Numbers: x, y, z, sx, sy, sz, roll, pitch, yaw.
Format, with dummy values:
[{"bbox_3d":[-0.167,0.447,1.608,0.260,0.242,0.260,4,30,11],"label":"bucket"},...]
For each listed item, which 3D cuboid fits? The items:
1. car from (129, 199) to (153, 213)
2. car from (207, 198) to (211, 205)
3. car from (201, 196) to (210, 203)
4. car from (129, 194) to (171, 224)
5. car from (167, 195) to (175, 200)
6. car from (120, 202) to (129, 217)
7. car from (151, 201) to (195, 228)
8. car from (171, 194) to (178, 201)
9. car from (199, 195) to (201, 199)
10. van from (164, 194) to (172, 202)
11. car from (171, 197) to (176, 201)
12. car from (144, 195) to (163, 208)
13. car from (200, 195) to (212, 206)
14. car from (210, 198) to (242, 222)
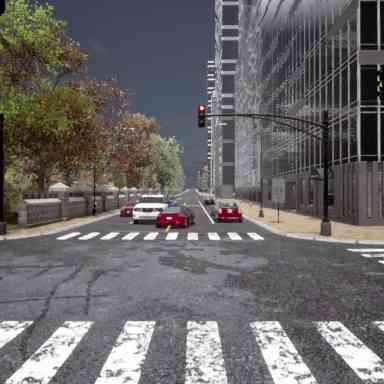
[{"bbox_3d":[-5.610,1.553,37.376,2.008,1.369,4.403,0,0,0],"label":"car"},{"bbox_3d":[2.758,1.568,31.678,1.947,1.339,4.313,0,0,0],"label":"car"},{"bbox_3d":[2.845,1.506,71.619,1.752,1.417,4.829,0,0,0],"label":"car"},{"bbox_3d":[-3.049,1.223,25.477,2.150,2.045,5.566,0,0,0],"label":"car"},{"bbox_3d":[-5.500,1.531,88.525,1.802,1.307,4.206,0,0,0],"label":"car"},{"bbox_3d":[-5.622,1.547,31.693,1.887,1.381,4.507,0,0,0],"label":"car"},{"bbox_3d":[-1.022,1.565,22.202,1.994,1.385,4.181,0,0,10],"label":"car"},{"bbox_3d":[-2.992,1.354,45.841,2.097,1.767,4.553,0,0,0],"label":"car"},{"bbox_3d":[2.820,1.434,60.083,1.967,1.590,4.097,0,0,0],"label":"car"},{"bbox_3d":[-5.523,1.313,77.158,1.690,1.788,3.998,0,0,0],"label":"van"},{"bbox_3d":[-3.023,1.528,35.631,1.812,1.442,4.674,0,0,0],"label":"car"},{"bbox_3d":[-5.585,1.316,48.742,2.192,1.841,5.009,0,0,0],"label":"car"},{"bbox_3d":[2.807,1.564,54.402,1.947,1.339,4.313,0,0,0],"label":"car"},{"bbox_3d":[2.747,1.442,25.997,1.967,1.590,4.097,0,0,0],"label":"car"}]
